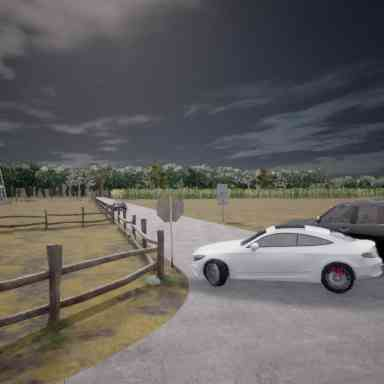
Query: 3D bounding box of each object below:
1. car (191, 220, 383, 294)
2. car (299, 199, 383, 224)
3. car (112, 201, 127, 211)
[{"bbox_3d":[2.299,1.612,8.706,4.674,1.442,1.812,-2,0,16],"label":"car"},{"bbox_3d":[5.103,1.227,9.809,2.150,2.045,5.566,-2,0,-40],"label":"car"},{"bbox_3d":[-10.823,1.981,49.471,2.033,1.411,5.357,-2,0,-18],"label":"car"}]
